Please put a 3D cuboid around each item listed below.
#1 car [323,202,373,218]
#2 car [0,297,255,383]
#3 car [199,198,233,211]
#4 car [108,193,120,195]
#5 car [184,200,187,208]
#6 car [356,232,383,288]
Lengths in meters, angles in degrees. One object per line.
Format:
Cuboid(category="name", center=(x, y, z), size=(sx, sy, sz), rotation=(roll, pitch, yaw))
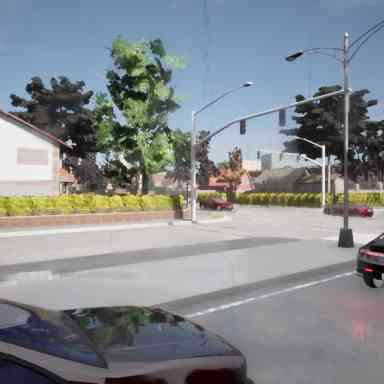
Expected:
Cuboid(category="car", center=(14.357, 1.564, 30.696), size=(1.994, 1.385, 4.181), rotation=(0, 0, -35))
Cuboid(category="car", center=(-2.019, 1.547, 2.308), size=(5.357, 1.411, 2.033), rotation=(0, 0, -35))
Cuboid(category="car", center=(2.896, 1.478, 40.265), size=(1.882, 1.535, 5.008), rotation=(0, 0, -36))
Cuboid(category="car", center=(-14.769, 1.221, 64.650), size=(2.150, 2.045, 5.566), rotation=(0, 0, -35))
Cuboid(category="car", center=(-2.518, 1.352, 47.708), size=(2.097, 1.767, 4.553), rotation=(0, 0, -36))
Cuboid(category="car", center=(5.897, 1.492, 7.997), size=(4.902, 1.511, 2.128), rotation=(0, 0, -35))
